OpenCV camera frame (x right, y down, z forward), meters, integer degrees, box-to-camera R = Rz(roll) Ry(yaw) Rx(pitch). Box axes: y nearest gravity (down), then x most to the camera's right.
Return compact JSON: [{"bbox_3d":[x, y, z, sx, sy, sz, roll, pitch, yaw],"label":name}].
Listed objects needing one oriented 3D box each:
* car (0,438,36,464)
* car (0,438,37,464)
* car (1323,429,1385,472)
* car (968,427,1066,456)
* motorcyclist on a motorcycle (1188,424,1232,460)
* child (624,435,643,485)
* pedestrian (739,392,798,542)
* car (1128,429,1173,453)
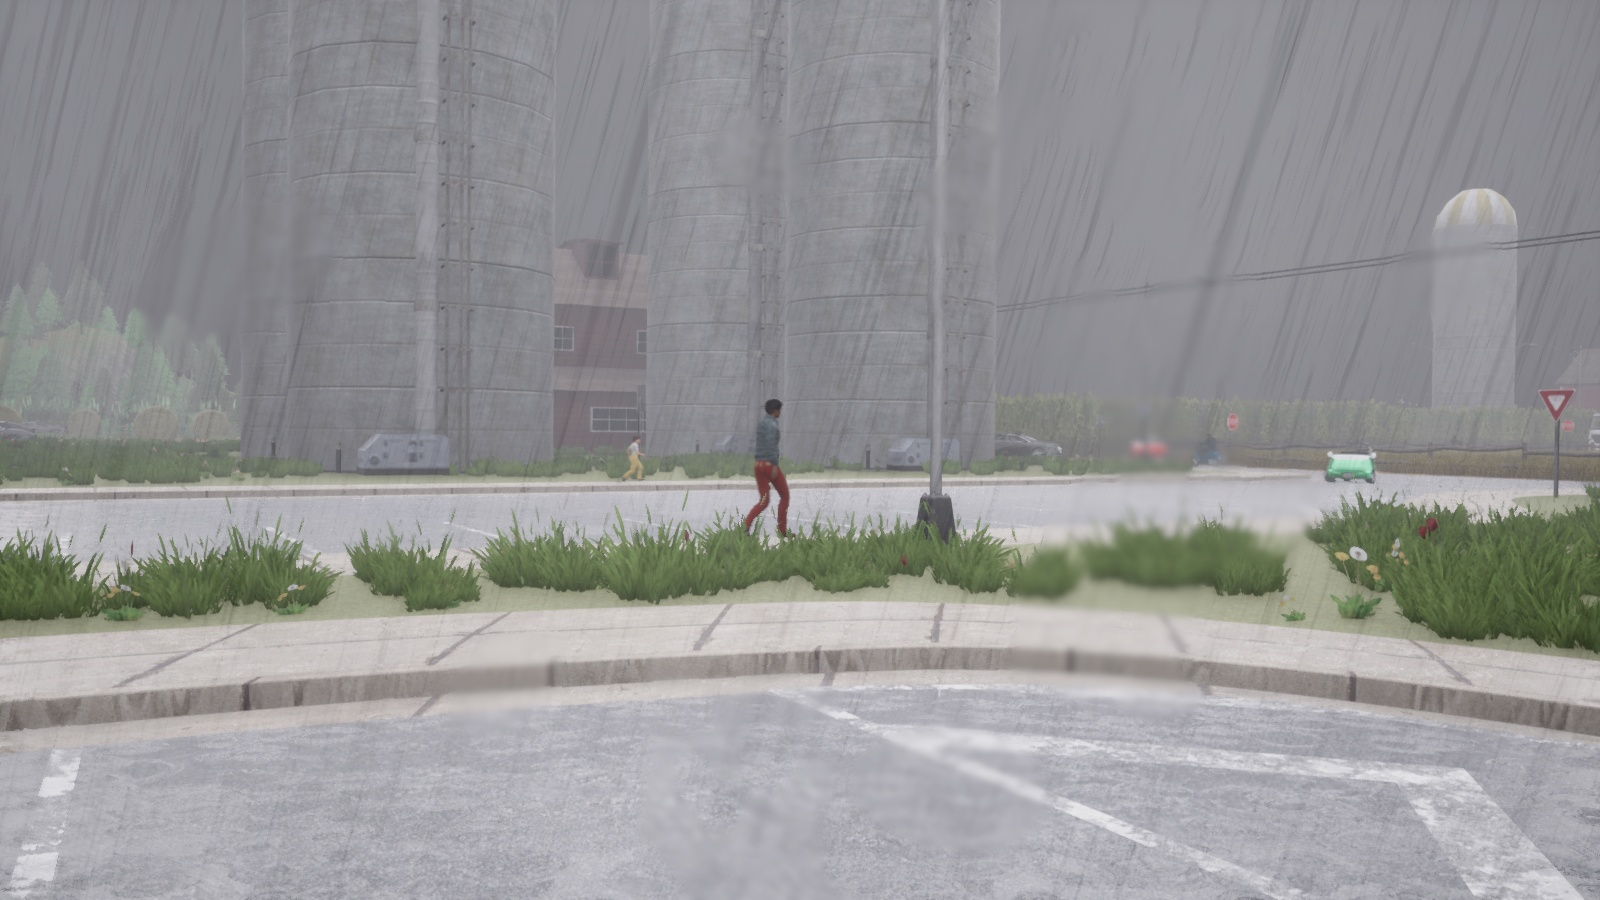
[{"bbox_3d":[-48.241,0.080,74.559,4.892,1.490,1.837,-1,1,-30],"label":"car"},{"bbox_3d":[-46.397,0.052,71.584,4.902,1.511,2.128,0,1,-30],"label":"car"},{"bbox_3d":[18.236,-0.003,41.293,1.481,1.376,2.207,1,1,34],"label":"car"},{"bbox_3d":[11.835,-0.471,68.509,4.902,1.511,2.128,0,1,26],"label":"car"},{"bbox_3d":[18.786,-0.371,57.580,0.866,1.590,1.817,-1,1,-29],"label":"motorcyclist on a motorcycle"},{"bbox_3d":[-4.275,0.259,32.318,0.437,1.263,0.270,-1,1,-16],"label":"child"},{"bbox_3d":[-0.395,0.205,15.750,0.614,1.847,0.353,-1,1,-31],"label":"pedestrian"},{"bbox_3d":[20.757,-0.561,74.381,2.207,1.376,1.481,-1,1,-29],"label":"car"}]
